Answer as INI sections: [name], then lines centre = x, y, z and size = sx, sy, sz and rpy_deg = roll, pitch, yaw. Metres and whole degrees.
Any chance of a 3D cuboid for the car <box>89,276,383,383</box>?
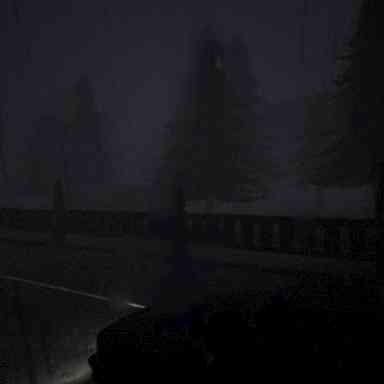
[car]
centre = 1.498, 1.543, 2.908
size = 5.357, 1.411, 2.033
rpy_deg = -1, 0, 34
